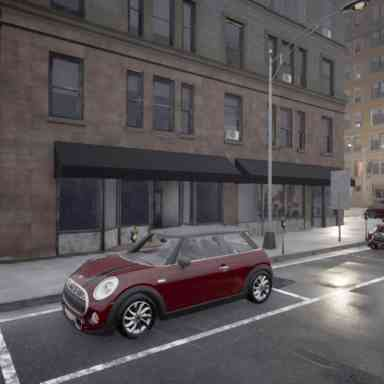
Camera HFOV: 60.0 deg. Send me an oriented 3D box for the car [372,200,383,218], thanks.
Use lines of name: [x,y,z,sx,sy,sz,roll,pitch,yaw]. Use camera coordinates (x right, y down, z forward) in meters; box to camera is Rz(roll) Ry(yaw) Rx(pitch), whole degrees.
car: [17.892,1.439,27.454,2.128,1.511,4.902,1,0,-36]

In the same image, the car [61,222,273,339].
car: [-0.351,1.441,6.513,4.097,1.590,1.967,0,0,-36]

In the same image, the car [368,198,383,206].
car: [15.471,1.276,24.599,2.097,1.767,4.553,0,0,-32]

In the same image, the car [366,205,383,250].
car: [8.581,1.444,12.910,4.097,1.590,1.967,0,0,-36]
